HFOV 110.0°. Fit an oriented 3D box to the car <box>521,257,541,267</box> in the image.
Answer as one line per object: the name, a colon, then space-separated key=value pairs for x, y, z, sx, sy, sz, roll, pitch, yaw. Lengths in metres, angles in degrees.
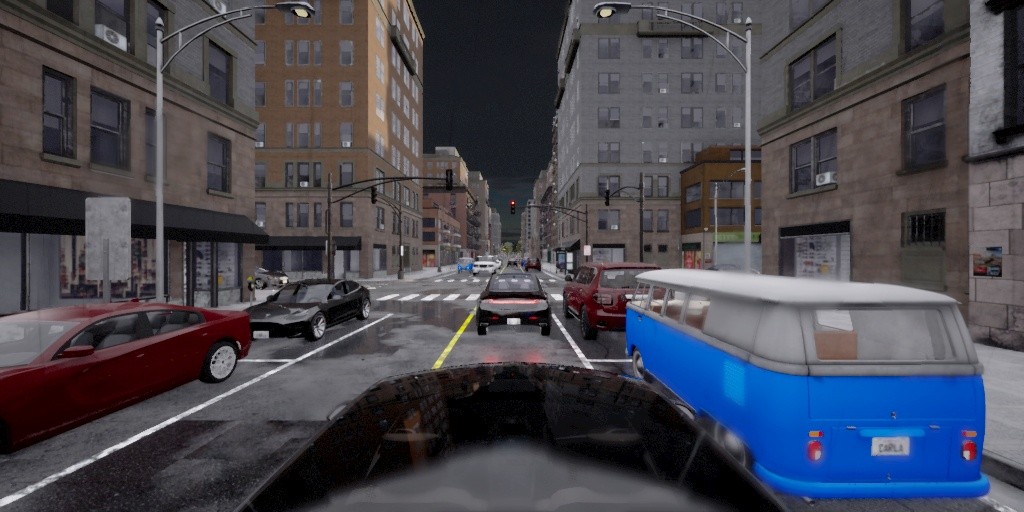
car: x=2.754 y=1.058 z=47.233 sx=2.192 sy=1.841 sz=5.009 roll=0 pitch=0 yaw=0

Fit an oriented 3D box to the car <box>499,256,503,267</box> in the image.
car: x=-2.791 y=0.965 z=52.675 sx=2.150 sy=2.045 sz=5.566 roll=0 pitch=0 yaw=0

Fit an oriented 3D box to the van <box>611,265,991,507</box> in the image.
van: x=2.645 y=1.091 z=4.350 sx=1.690 sy=1.789 sz=3.998 roll=0 pitch=0 yaw=0

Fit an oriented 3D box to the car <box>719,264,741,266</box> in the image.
car: x=14.681 y=1.241 z=24.722 sx=4.181 sy=1.385 sz=1.994 roll=0 pitch=0 yaw=0

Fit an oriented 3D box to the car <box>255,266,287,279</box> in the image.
car: x=-16.222 y=1.304 z=21.750 sx=4.902 sy=1.511 sz=2.128 roll=0 pitch=0 yaw=0

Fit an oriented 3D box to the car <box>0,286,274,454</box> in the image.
car: x=-5.380 y=1.295 z=4.359 sx=1.888 sy=1.381 sz=4.507 roll=0 pitch=0 yaw=0

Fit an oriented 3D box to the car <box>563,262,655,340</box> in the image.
car: x=2.650 y=1.064 z=9.862 sx=2.192 sy=1.841 sz=5.009 roll=0 pitch=0 yaw=0

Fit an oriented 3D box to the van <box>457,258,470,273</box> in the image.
van: x=-5.364 y=1.085 z=41.833 sx=1.690 sy=1.789 sz=3.998 roll=0 pitch=0 yaw=0

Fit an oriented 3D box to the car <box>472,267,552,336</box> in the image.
car: x=0.059 y=1.241 z=10.404 sx=2.128 sy=1.511 sz=4.902 roll=0 pitch=0 yaw=0

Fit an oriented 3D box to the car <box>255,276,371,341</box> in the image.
car: x=-5.375 y=1.315 z=9.869 sx=1.948 sy=1.339 sz=4.313 roll=0 pitch=0 yaw=0

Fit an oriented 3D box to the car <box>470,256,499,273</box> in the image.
car: x=-2.814 y=0.968 z=37.533 sx=2.150 sy=2.045 sz=5.566 roll=0 pitch=0 yaw=0
